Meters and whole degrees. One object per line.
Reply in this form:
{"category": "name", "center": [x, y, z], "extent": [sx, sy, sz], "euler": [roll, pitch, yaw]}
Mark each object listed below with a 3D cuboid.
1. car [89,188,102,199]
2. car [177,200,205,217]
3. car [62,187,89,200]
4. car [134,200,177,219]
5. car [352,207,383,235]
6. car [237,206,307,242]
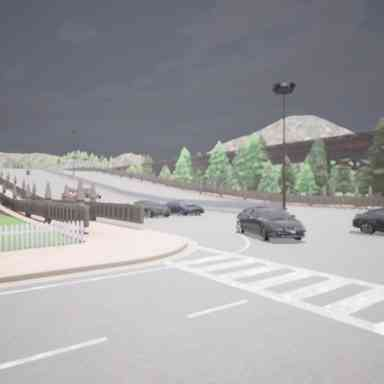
{"category": "car", "center": [-15.501, 0.182, 50.707], "extent": [2.033, 1.411, 5.357], "euler": [0, 6, -36]}
{"category": "car", "center": [-1.060, 1.487, 31.517], "extent": [2.033, 1.411, 5.357], "euler": [0, 0, -37]}
{"category": "car", "center": [-16.442, 0.305, 46.103], "extent": [2.097, 1.767, 4.553], "euler": [0, 5, -37]}
{"category": "car", "center": [-3.704, 1.456, 29.214], "extent": [1.837, 1.490, 4.892], "euler": [0, 0, -37]}
{"category": "car", "center": [10.390, 1.474, 16.447], "extent": [1.812, 1.442, 4.674], "euler": [0, 0, -37]}
{"category": "car", "center": [3.715, 1.471, 16.332], "extent": [1.837, 1.490, 4.892], "euler": [1, -1, -13]}
